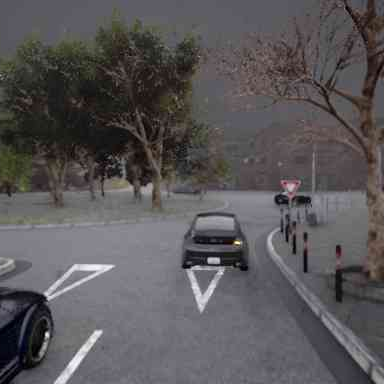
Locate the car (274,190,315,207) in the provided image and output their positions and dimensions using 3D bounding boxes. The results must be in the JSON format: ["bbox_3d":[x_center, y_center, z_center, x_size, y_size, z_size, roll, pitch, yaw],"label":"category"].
[{"bbox_3d":[10.101,0.568,32.051,5.008,1.535,1.882,-2,3,-36],"label":"car"}]

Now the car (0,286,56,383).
[{"bbox_3d":[-2.966,1.554,3.079,1.994,1.385,4.181,0,0,1],"label":"car"}]

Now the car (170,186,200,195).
[{"bbox_3d":[-1.079,-0.266,53.637,5.357,1.411,2.033,2,3,40],"label":"car"}]

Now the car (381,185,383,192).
[{"bbox_3d":[32.914,-0.694,55.575,2.185,1.767,4.553,-1,3,-17],"label":"car"}]

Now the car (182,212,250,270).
[{"bbox_3d":[0.795,1.402,10.780,1.837,1.490,4.892,0,2,6],"label":"car"}]
